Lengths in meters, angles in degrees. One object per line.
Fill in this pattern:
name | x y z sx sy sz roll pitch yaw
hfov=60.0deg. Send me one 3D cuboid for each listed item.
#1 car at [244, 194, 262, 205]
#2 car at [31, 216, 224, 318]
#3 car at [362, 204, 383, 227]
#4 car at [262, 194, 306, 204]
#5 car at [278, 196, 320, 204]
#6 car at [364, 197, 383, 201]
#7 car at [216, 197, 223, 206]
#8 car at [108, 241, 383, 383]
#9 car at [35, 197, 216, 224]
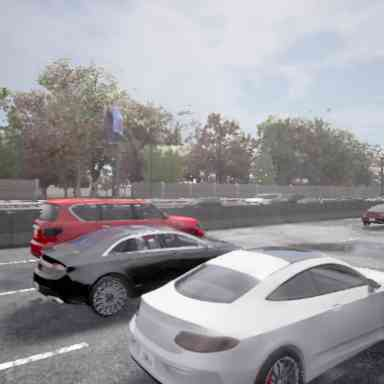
car | 8.791 1.212 40.343 5.566 2.045 2.150 0 0 -35
car | -0.836 1.488 7.454 4.902 1.511 2.128 0 0 -35
car | 12.767 1.512 21.456 4.674 1.442 1.812 0 0 -35
car | 10.886 1.211 37.540 5.566 2.045 2.150 0 0 -35
car | 11.353 1.465 33.579 5.008 1.535 1.882 0 0 -35
car | 34.454 1.627 62.847 4.718 1.301 1.895 0 0 -36
car | 1.488 1.338 39.436 4.553 1.767 2.097 0 0 -35
car | 1.417 1.522 4.758 4.674 1.442 1.812 0 0 -36
car | -2.152 1.217 10.812 5.566 2.045 2.150 0 0 -36
